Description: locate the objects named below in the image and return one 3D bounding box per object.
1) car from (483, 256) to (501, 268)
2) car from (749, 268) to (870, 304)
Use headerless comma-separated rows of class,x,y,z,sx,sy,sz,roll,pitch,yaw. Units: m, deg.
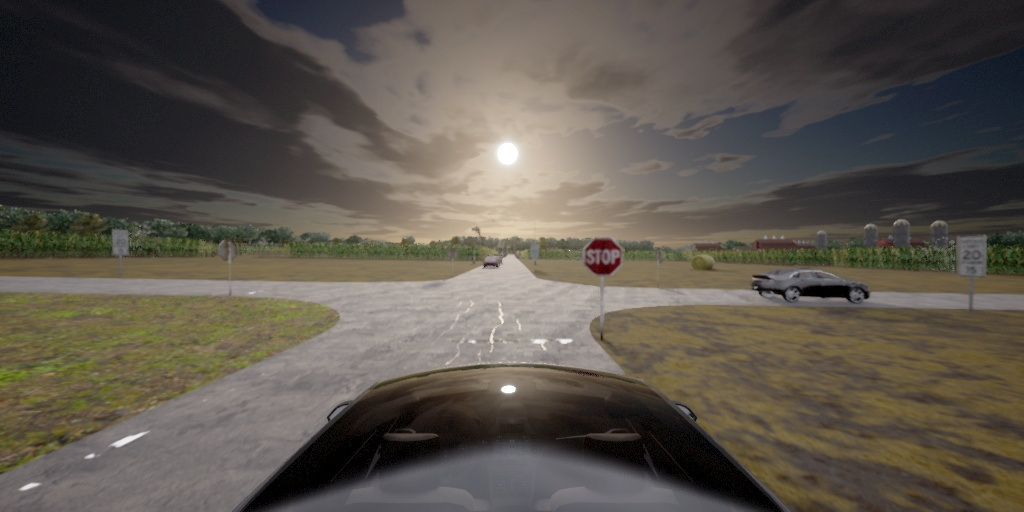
car,-2.770,0.771,47.421,1.882,1.535,5.008,0,0,0
car,13.918,1.342,16.887,4.902,1.511,2.128,1,1,0
